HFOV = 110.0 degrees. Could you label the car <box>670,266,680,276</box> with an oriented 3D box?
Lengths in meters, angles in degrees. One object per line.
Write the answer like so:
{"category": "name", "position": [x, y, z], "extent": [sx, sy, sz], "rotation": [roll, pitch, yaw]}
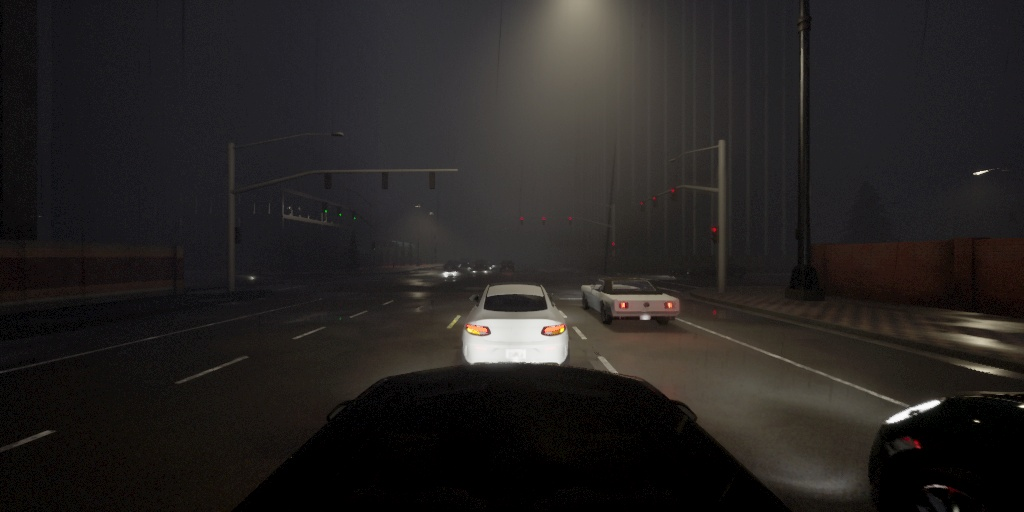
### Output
{"category": "car", "position": [17.767, 1.313, 35.173], "extent": [4.181, 1.385, 1.994], "rotation": [0, 0, -1]}

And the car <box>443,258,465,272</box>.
{"category": "car", "position": [-7.850, 1.241, 47.255], "extent": [2.128, 1.511, 4.902], "rotation": [0, 0, -1]}

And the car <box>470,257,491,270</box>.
{"category": "car", "position": [-4.405, 1.227, 51.249], "extent": [1.882, 1.535, 5.008], "rotation": [0, 0, -1]}

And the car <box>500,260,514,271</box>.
{"category": "car", "position": [-0.668, 1.254, 48.156], "extent": [1.837, 1.490, 4.892], "rotation": [0, 0, -1]}

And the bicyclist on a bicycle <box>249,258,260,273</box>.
{"category": "bicyclist on a bicycle", "position": [-28.401, 1.050, 39.525], "extent": [0.582, 1.620, 1.656], "rotation": [0, 0, -1]}

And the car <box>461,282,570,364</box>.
{"category": "car", "position": [0.060, 1.276, 7.583], "extent": [1.812, 1.442, 4.674], "rotation": [0, 0, 0]}

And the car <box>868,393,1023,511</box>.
{"category": "car", "position": [3.600, 1.103, 0.639], "extent": [2.097, 1.767, 4.553], "rotation": [0, 0, 0]}

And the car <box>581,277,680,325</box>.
{"category": "car", "position": [3.565, 1.351, 11.800], "extent": [1.895, 1.301, 4.718], "rotation": [0, 0, 0]}

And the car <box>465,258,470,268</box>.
{"category": "car", "position": [-8.057, 1.101, 61.282], "extent": [2.097, 1.767, 4.553], "rotation": [0, 0, -1]}

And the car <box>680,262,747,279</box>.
{"category": "car", "position": [18.014, 1.241, 31.675], "extent": [4.902, 1.511, 2.128], "rotation": [0, 0, -1]}
